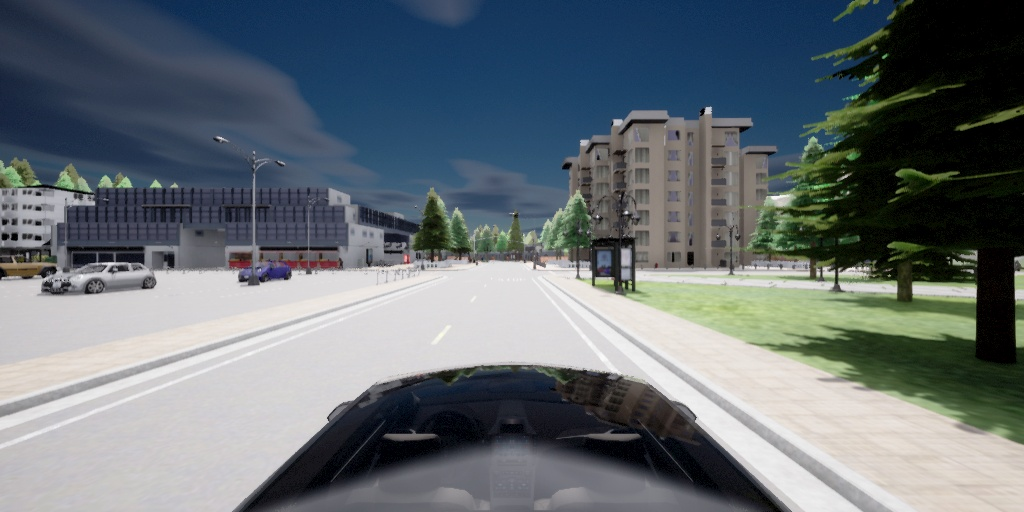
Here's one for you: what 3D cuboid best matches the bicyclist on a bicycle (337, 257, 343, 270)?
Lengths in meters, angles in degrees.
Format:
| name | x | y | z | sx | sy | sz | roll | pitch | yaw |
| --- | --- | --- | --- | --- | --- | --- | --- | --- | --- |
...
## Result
| name | x | y | z | sx | sy | sz | roll | pitch | yaw |
| --- | --- | --- | --- | --- | --- | --- | --- | --- | --- |
| bicyclist on a bicycle | -22.370 | 1.008 | 46.728 | 0.582 | 1.620 | 1.656 | 0 | 0 | 1 |
